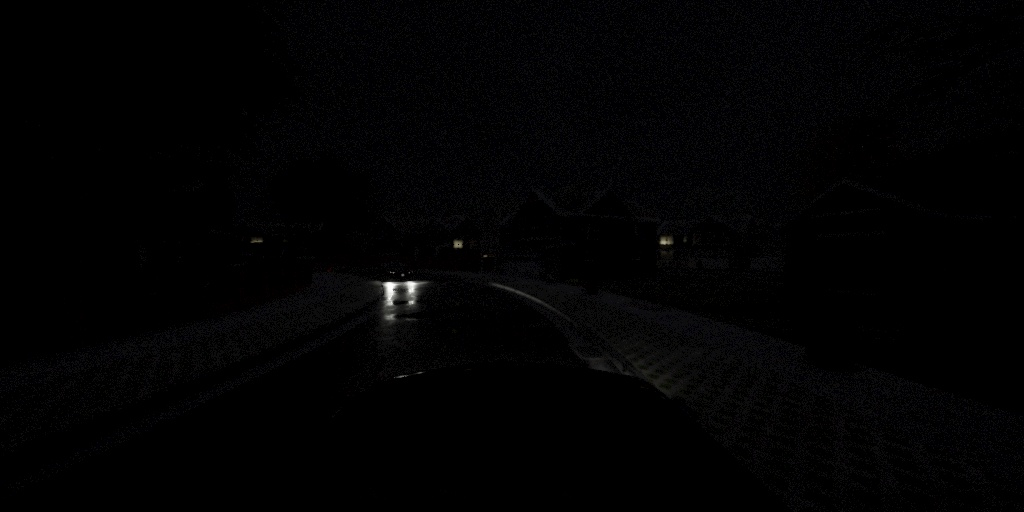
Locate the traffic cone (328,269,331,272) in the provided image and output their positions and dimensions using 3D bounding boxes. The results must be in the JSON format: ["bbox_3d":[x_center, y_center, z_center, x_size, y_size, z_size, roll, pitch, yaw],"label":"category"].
[{"bbox_3d":[-19.181,1.296,37.686,0.340,0.580,0.340,0,0,45],"label":"traffic cone"}]

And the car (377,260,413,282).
[{"bbox_3d":[-9.062,1.090,27.594,1.837,1.490,4.892,0,0,-32],"label":"car"}]
